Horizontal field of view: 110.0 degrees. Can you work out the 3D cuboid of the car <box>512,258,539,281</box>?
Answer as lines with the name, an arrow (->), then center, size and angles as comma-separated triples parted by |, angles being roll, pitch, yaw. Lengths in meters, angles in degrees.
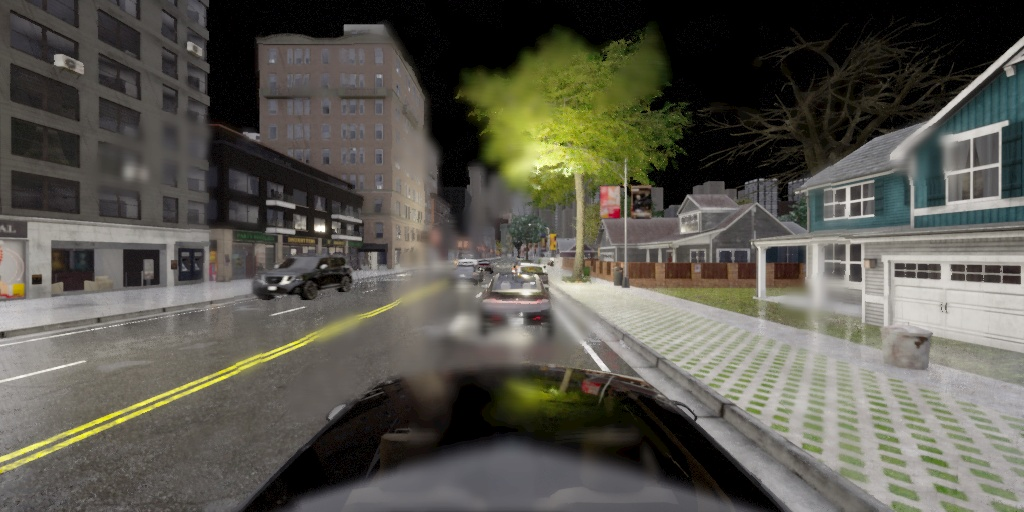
car -> 1.074, 1.081, 30.406 | 2.097, 1.767, 4.553 | 0, 0, 0

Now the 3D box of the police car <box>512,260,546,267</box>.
police car -> 1.040, 1.164, 20.545 | 1.930, 1.638, 5.238 | 0, 0, 0

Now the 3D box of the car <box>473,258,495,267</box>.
car -> -3.015, 1.223, 40.687 | 1.837, 1.490, 4.892 | 0, 0, 0

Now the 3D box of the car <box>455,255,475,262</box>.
car -> -6.420, 0.931, 51.932 | 2.150, 2.045, 5.566 | 0, 0, 0

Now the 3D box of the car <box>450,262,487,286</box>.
car -> -3.066, 1.298, 24.939 | 1.994, 1.385, 4.181 | 0, 0, 0

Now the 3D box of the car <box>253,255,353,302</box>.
car -> -9.796, 0.963, 17.432 | 2.150, 2.045, 5.566 | 0, 0, 0

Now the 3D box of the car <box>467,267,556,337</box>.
car -> 0.128, 1.239, 10.296 | 2.128, 1.511, 4.902 | 0, 0, 0
